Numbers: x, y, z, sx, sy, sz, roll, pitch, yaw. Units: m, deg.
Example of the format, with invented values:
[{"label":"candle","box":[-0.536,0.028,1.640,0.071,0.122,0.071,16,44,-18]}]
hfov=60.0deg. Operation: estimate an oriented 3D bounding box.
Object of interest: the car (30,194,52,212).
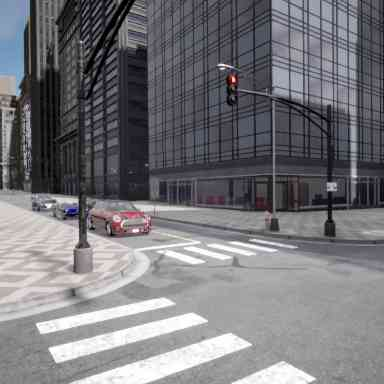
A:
[{"label":"car","box":[-15.410,1.178,34.672,2.128,1.511,4.902,-1,1,-34]}]

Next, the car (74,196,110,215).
[{"label":"car","box":[-9.659,1.210,31.870,1.837,1.490,4.892,-1,1,-34]}]

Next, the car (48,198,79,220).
[{"label":"car","box":[-9.597,1.389,26.075,1.895,1.301,4.718,-1,1,-34]}]

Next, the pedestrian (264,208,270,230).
[{"label":"pedestrian","box":[3.896,1.373,17.267,0.500,1.100,0.500,0,0,-34]}]

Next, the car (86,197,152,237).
[{"label":"car","box":[-3.928,1.233,17.689,2.097,1.767,4.553,-1,1,-34]}]

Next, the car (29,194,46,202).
[{"label":"car","box":[-25.989,0.979,55.970,1.895,1.301,4.718,-1,1,-34]}]
